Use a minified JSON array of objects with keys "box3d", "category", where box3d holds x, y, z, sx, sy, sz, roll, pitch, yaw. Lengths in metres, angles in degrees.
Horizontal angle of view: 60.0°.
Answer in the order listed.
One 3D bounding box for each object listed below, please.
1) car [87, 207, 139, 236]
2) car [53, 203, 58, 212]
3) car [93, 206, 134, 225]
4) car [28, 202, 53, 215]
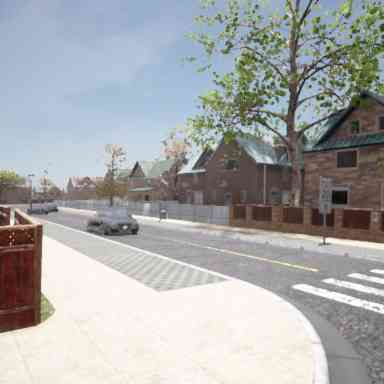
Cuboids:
[{"box3d":[-4.770,1.765,19.833,1.994,1.385,4.181,2,-2,-34],"category":"car"},{"box3d":[-21.405,2.246,49.593,1.994,1.385,4.181,2,-2,-34],"category":"car"},{"box3d":[-6.646,1.923,27.848,1.994,1.385,4.181,2,-2,-34],"category":"car"},{"box3d":[-18.786,2.059,40.622,1.994,1.385,4.181,2,-2,-33],"category":"car"}]
